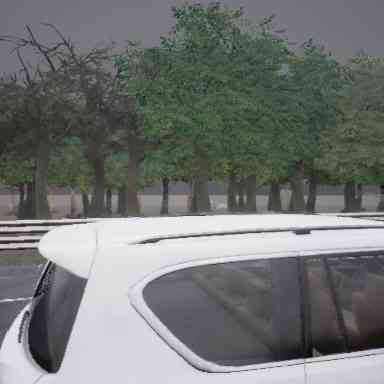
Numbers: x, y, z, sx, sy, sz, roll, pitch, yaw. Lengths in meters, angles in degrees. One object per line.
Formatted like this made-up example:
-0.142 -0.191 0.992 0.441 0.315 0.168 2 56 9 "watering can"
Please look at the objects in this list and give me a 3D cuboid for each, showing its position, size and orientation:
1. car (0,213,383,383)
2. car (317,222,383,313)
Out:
1.409 1.222 2.862 5.566 2.045 2.150 0 0 -17 "car"
5.584 1.504 7.741 4.892 1.490 1.837 0 0 -16 "car"
